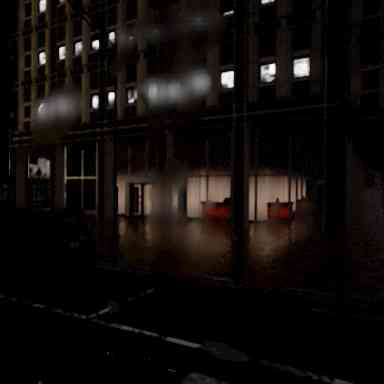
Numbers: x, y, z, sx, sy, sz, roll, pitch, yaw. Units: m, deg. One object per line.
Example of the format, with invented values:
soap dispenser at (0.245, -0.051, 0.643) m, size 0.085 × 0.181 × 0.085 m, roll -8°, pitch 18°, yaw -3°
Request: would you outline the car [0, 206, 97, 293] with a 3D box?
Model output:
car at (-4.814, 1.314, 8.904) m, size 5.009 × 1.841 × 2.192 m, roll 0°, pitch 1°, yaw 29°
